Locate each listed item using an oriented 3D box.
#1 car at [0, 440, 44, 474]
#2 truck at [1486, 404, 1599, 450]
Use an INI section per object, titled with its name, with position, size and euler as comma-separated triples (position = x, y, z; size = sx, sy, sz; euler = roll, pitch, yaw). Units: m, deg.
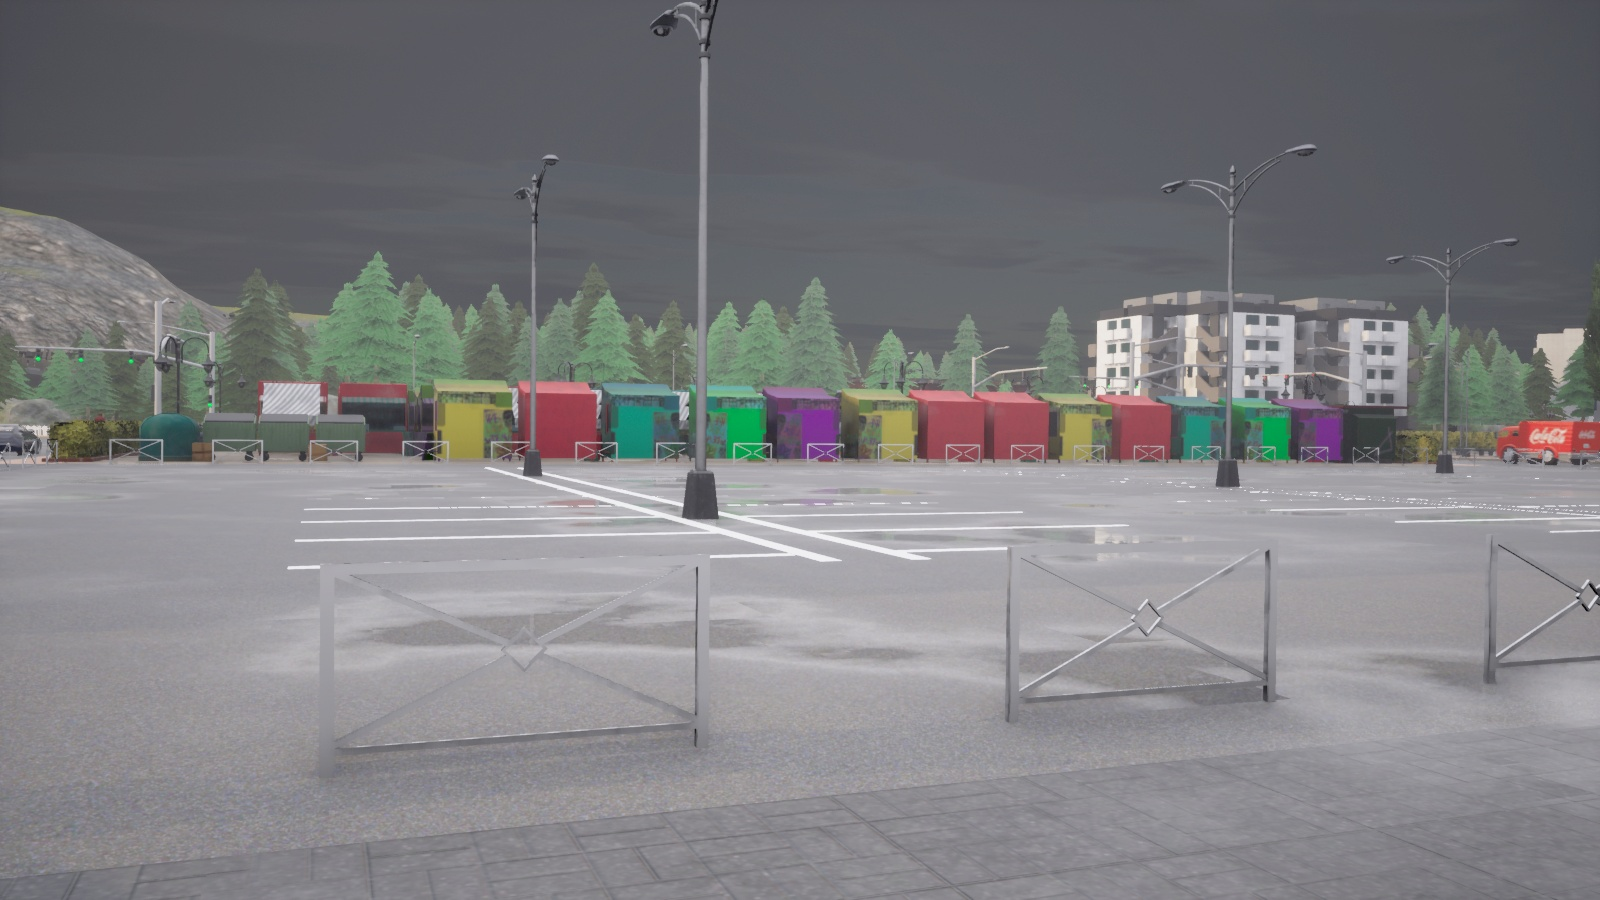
[car]
position = -34.549, 0.289, 54.736
size = 1.994, 1.385, 4.181
euler = -1, 1, -21
[truck]
position = 41.635, -1.283, 70.309
size = 2.627, 2.467, 5.204
euler = -1, 1, -19
